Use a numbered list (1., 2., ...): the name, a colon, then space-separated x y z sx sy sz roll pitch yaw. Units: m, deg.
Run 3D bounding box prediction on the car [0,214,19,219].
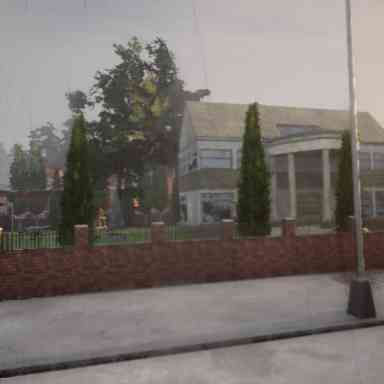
1. car: -23.518 3.617 43.058 1.816 1.474 4.193 -1 -3 -15
